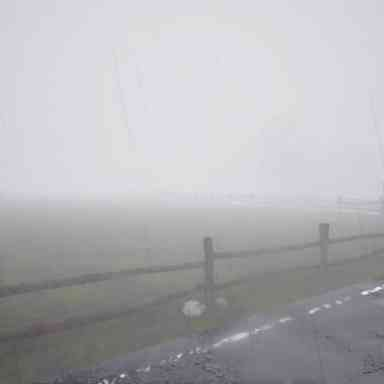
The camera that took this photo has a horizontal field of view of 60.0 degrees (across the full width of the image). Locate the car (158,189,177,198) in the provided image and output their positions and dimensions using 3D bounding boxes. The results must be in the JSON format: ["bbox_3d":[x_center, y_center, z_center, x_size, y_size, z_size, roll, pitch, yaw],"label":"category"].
[{"bbox_3d":[-4.599,0.281,60.049,2.128,1.511,4.902,1,1,-35],"label":"car"}]
